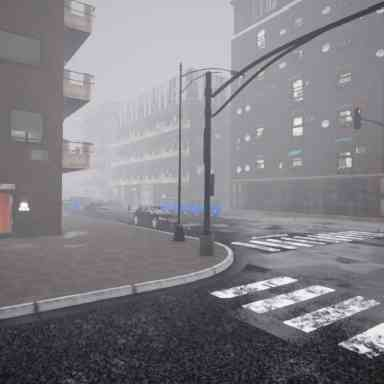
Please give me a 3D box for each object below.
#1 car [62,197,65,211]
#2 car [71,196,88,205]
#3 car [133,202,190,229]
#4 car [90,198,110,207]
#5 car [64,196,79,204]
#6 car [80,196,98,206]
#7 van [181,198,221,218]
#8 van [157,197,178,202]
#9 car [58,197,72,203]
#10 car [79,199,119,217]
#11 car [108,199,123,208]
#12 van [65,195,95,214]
[{"bbox_3d":[-15.065,1.580,40.059,2.008,1.369,4.403,1,-1,-35],"label":"car"},{"bbox_3d":[-21.283,1.605,62.954,1.967,1.590,4.097,1,-1,-35],"label":"car"},{"bbox_3d":[-2.358,1.539,21.639,2.008,1.369,4.403,1,-1,-35],"label":"car"},{"bbox_3d":[-14.931,1.730,53.742,1.802,1.307,4.206,1,-1,-35],"label":"car"},{"bbox_3d":[-24.460,1.614,67.559,1.967,1.590,4.097,1,-1,-35],"label":"car"},{"bbox_3d":[-18.107,1.597,58.349,1.967,1.590,4.097,1,-1,-35],"label":"car"},{"bbox_3d":[0.953,1.439,30.719,1.690,1.788,3.998,1,-1,-35],"label":"van"},{"bbox_3d":[-2.224,1.450,35.325,1.690,1.788,3.998,1,-1,-35],"label":"van"},{"bbox_3d":[-27.637,1.727,72.163,1.887,1.381,4.507,1,-1,-35],"label":"car"},{"bbox_3d":[-8.712,1.591,30.849,1.802,1.307,4.206,1,-1,-35],"label":"car"},{"bbox_3d":[-11.755,1.683,49.138,1.887,1.381,4.507,1,-1,-35],"label":"car"},{"bbox_3d":[-11.886,1.361,35.455,1.690,1.788,3.998,1,-1,-35],"label":"van"}]
